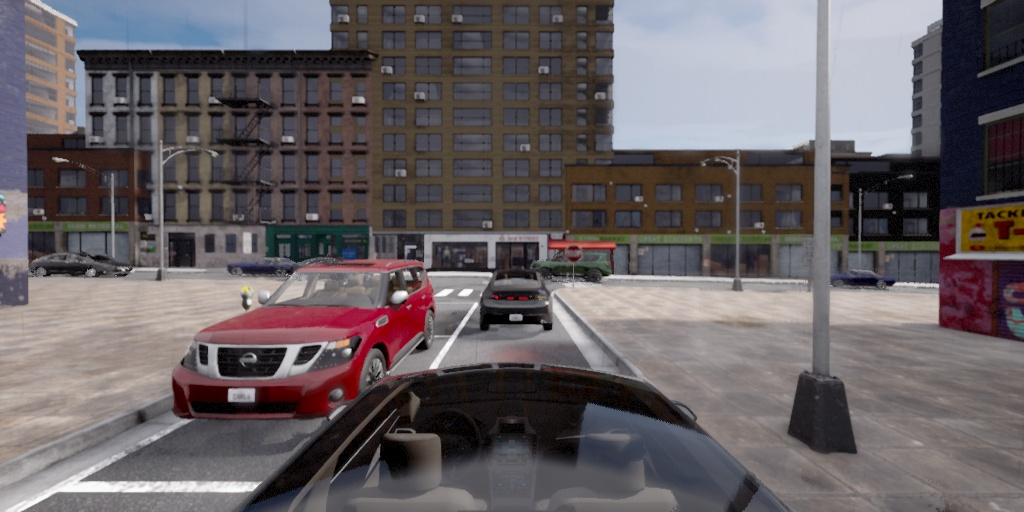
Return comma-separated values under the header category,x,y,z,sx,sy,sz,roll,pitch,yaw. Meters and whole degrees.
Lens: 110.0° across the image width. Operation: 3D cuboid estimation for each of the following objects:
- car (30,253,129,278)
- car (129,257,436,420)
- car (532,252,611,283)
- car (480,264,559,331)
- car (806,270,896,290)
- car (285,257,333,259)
category,x,y,z,sx,sy,sz,roll,pitch,yaw
car,-26.040,0.571,21.803,4.892,1.490,1.837,1,1,0
car,-2.632,1.005,6.016,2.192,1.841,5.009,0,0,0
car,3.973,0.754,24.851,5.566,2.045,2.150,1,1,0
car,0.139,1.130,10.574,1.837,1.490,4.892,0,0,1
car,23.422,1.592,24.914,4.718,1.301,1.895,2,1,0
car,-10.673,0.815,21.853,4.892,1.490,1.837,0,1,0
